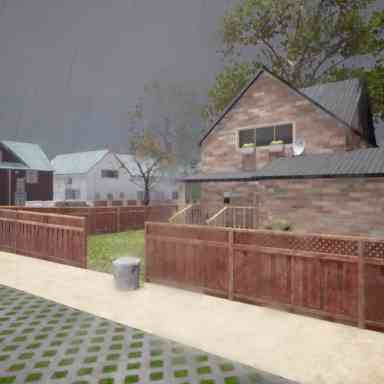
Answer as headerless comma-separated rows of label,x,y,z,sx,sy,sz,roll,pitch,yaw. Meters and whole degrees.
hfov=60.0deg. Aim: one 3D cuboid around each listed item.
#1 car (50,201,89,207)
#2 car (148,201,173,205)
car,-10.326,1.519,26.714,2.097,1.767,4.553,0,0,37
car,-3.622,1.764,35.676,2.128,1.511,4.902,0,0,37
